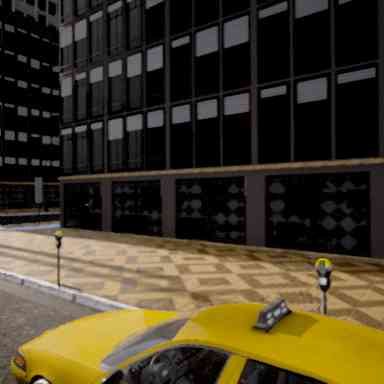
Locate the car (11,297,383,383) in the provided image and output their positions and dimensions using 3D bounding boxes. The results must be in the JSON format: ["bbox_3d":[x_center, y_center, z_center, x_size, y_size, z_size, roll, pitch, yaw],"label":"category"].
[{"bbox_3d":[0.378,1.522,2.628,4.829,1.417,1.752,0,0,36],"label":"car"}]
